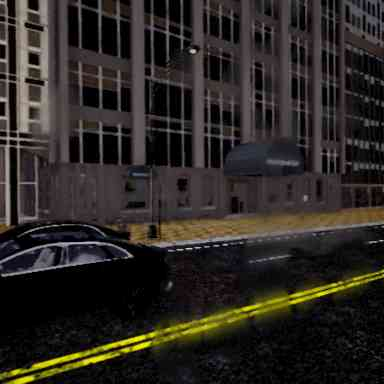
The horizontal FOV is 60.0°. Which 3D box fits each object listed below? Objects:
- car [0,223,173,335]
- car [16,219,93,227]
[{"bbox_3d":[-2.680,1.500,5.754,4.902,1.511,2.128,1,0,-35],"label":"car"},{"bbox_3d":[-3.966,1.520,8.827,4.892,1.490,1.837,1,-1,-35],"label":"car"}]
